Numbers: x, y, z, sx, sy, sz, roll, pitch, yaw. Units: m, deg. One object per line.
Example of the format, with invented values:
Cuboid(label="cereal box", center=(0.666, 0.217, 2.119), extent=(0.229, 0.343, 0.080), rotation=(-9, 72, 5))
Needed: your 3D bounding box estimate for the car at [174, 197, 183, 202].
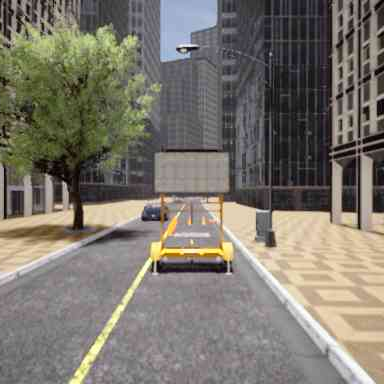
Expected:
Cuboid(label="car", center=(-2.764, 1.663, 67.901), extent=(1.895, 1.301, 4.718), rotation=(0, 0, 0))

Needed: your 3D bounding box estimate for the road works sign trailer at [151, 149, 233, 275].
Cuboid(label="road works sign trailer", center=(-0.002, 0.462, 10.440), extent=(2.380, 3.560, 2.880), rotation=(0, 0, 0))

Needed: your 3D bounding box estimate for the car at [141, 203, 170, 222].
Cuboid(label="car", center=(-2.853, 1.566, 26.570), extent=(1.994, 1.385, 4.181), rotation=(0, 0, 0))
